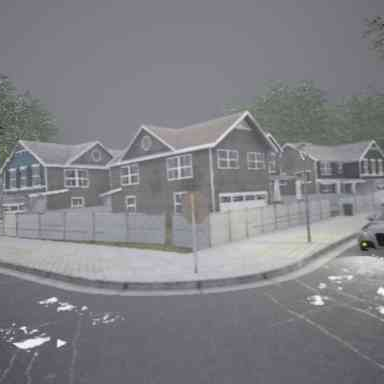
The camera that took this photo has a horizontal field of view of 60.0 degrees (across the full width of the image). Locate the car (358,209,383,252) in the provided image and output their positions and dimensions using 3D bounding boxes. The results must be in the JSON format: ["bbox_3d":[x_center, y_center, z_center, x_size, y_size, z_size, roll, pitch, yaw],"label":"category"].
[{"bbox_3d":[7.306,1.262,11.751,1.994,1.385,4.181,-4,-1,39],"label":"car"}]
